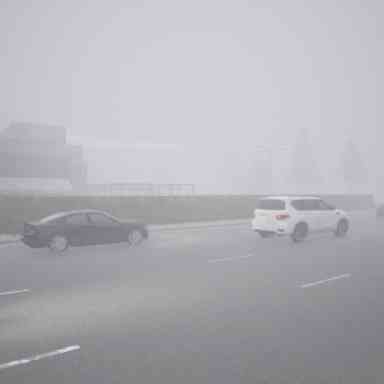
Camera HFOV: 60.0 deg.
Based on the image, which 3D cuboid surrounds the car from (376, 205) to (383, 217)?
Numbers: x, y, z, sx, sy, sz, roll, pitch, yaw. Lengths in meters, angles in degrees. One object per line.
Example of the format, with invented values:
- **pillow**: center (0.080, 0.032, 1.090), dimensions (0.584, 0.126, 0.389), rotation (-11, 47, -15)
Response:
- **car**: center (18.288, 1.564, 29.667), dimensions (4.181, 1.385, 1.994), rotation (0, 0, -35)

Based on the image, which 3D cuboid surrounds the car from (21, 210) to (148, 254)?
- **car**: center (-4.201, 1.477, 13.643), dimensions (5.008, 1.535, 1.882), rotation (0, 0, -35)

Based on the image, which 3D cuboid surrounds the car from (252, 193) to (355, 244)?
- **car**: center (5.361, 1.221, 16.160), dimensions (5.566, 2.045, 2.150), rotation (0, 0, -35)
